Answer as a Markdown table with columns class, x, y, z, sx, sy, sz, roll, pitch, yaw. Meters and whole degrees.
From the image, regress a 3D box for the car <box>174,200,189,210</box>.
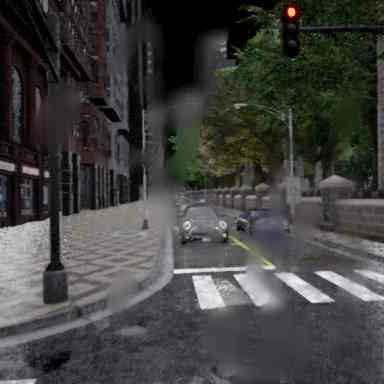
| class | x | y | z | sx | sy | sz | roll | pitch | yaw |
| --- | --- | --- | --- | --- | --- | --- | --- | --- | --- |
| car | -1.551 | 1.876 | 48.477 | 1.994 | 1.385 | 4.181 | -1 | 0 | -3 |

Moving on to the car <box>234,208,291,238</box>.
| class | x | y | z | sx | sy | sz | roll | pitch | yaw |
| --- | --- | --- | --- | --- | --- | --- | --- | --- | --- |
| car | 3.599 | 1.589 | 17.967 | 2.033 | 1.411 | 5.357 | -1 | 0 | -4 |

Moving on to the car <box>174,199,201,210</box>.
| class | x | y | z | sx | sy | sz | roll | pitch | yaw |
| --- | --- | --- | --- | --- | --- | --- | --- | --- | --- |
| car | -0.232 | 1.656 | 26.915 | 1.882 | 1.535 | 5.008 | -1 | 0 | -4 |

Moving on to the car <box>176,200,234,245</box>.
| class | x | y | z | sx | sy | sz | roll | pitch | yaw |
| --- | --- | --- | --- | --- | --- | --- | --- | --- | --- |
| car | 0.452 | 1.449 | 16.314 | 2.097 | 1.767 | 4.553 | -1 | 0 | -4 |
